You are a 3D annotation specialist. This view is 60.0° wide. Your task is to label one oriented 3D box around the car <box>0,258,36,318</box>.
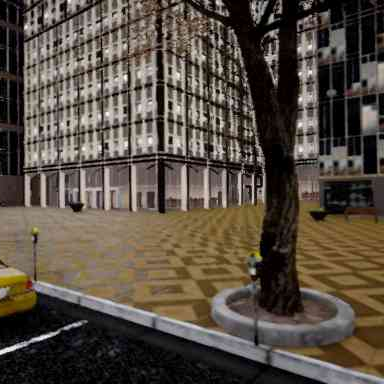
[{"bbox_3d":[-4.902,1.528,6.384,4.829,1.417,1.752,0,-1,36],"label":"car"}]
